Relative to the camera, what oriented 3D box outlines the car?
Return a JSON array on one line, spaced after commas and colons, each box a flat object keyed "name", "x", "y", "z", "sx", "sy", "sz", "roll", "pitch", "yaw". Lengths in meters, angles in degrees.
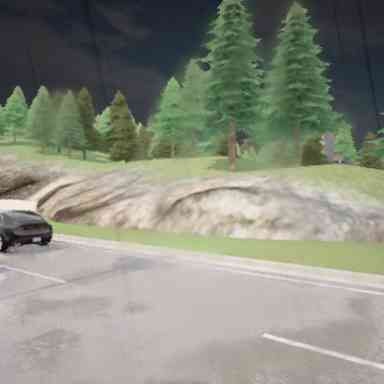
[{"name": "car", "x": -7.726, "y": 1.511, "z": 13.914, "sx": 4.892, "sy": 1.490, "sz": 1.837, "roll": 1, "pitch": 1, "yaw": 37}]
